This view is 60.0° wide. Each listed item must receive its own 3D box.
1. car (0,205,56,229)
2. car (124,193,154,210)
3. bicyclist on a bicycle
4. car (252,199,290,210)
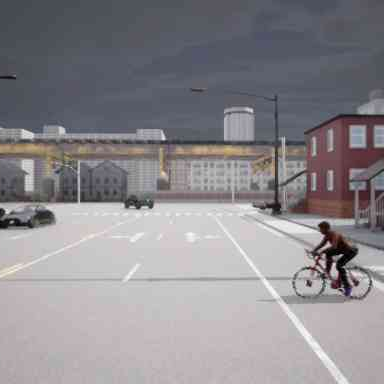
[{"bbox_3d":[-10.332,1.555,21.139,1.994,1.385,4.181,0,0,1],"label":"car"},{"bbox_3d":[-7.004,1.203,43.846,2.150,2.045,5.566,0,0,-35],"label":"car"},{"bbox_3d":[2.908,1.433,6.905,1.656,1.620,0.582,0,0,1],"label":"bicyclist on a bicycle"},{"bbox_3d":[10.115,1.530,41.027,5.357,1.411,2.033,0,0,4],"label":"car"}]
